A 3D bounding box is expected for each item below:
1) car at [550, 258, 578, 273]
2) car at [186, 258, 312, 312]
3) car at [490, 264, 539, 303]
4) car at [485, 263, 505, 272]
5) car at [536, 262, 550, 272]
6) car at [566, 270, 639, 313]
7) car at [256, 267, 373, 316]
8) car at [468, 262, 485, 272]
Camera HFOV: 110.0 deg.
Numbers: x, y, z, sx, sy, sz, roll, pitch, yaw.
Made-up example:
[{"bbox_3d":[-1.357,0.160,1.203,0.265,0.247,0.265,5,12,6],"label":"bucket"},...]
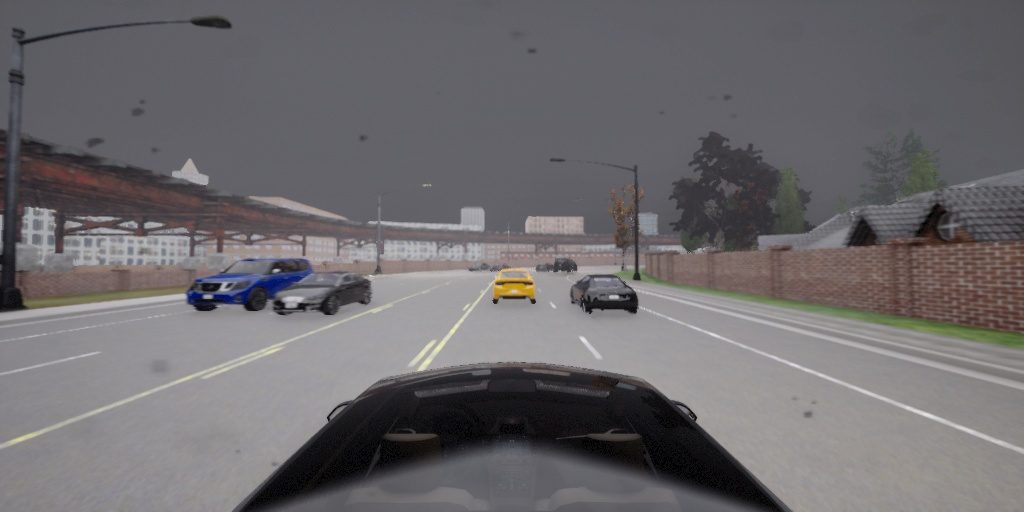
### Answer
[{"bbox_3d":[7.601,1.322,50.262,2.150,2.045,5.566,-2,-1,26],"label":"car"},{"bbox_3d":[-10.598,1.093,15.268,2.150,2.045,5.566,0,0,0],"label":"car"},{"bbox_3d":[0.098,1.372,17.790,1.882,1.535,5.008,0,0,0],"label":"car"},{"bbox_3d":[-1.800,1.789,54.784,1.994,1.385,4.181,-1,-1,24],"label":"car"},{"bbox_3d":[5.181,1.643,53.646,2.128,1.511,4.902,-1,-1,25],"label":"car"},{"bbox_3d":[3.598,1.431,14.637,1.994,1.385,4.181,0,0,0],"label":"car"},{"bbox_3d":[-7.094,1.352,13.987,2.128,1.511,4.902,0,-1,0],"label":"car"},{"bbox_3d":[-5.106,1.769,56.003,1.837,1.490,4.892,-1,0,24],"label":"car"}]
